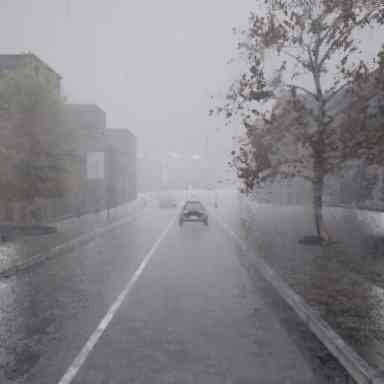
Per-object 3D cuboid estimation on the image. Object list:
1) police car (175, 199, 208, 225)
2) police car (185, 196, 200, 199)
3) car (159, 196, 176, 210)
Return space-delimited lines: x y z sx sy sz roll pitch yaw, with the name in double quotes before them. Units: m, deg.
"police car" 0.102 1.492 24.123 2.038 1.542 4.974 0 0 0
"police car" 0.104 1.358 42.651 1.930 1.638 5.238 0 1 0
"car" -3.083 1.283 42.795 2.097 1.767 4.553 0 1 0
